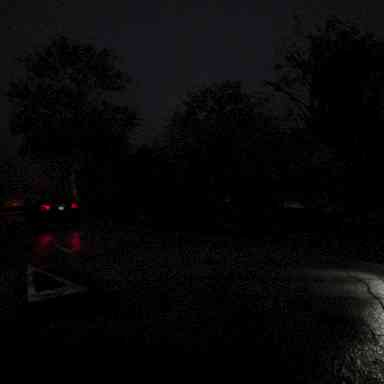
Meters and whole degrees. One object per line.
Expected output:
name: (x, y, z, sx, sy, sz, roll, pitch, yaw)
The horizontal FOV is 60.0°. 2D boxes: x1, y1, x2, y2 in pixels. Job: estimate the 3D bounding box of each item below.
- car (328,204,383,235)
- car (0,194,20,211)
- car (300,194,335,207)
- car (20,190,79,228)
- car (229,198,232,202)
car: (9.506, 1.536, 16.587, 2.002, 1.452, 4.674, 0, 0, -35)
car: (-18.056, 0.967, 33.085, 1.882, 1.535, 5.008, -3, 3, -37)
car: (17.114, 1.002, 45.556, 2.097, 1.767, 4.553, -3, 3, -36)
car: (-8.659, 0.923, 20.273, 2.150, 2.045, 5.566, -3, 3, -36)
car: (8.511, 0.891, 56.231, 4.892, 1.490, 1.837, 1, 3, 43)
